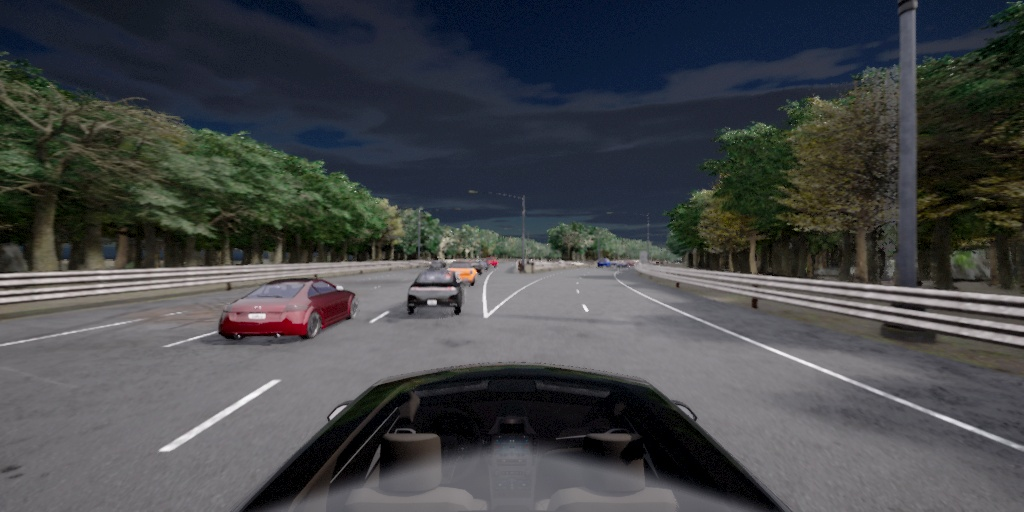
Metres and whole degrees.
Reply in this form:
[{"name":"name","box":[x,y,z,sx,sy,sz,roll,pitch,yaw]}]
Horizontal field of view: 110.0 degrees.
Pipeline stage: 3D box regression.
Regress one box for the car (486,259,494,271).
[{"name":"car","box":[-4.479,1.553,56.290,2.033,1.411,5.357,0,0,0]}]

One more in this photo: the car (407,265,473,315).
[{"name":"car","box":[-2.761,1.284,13.859,2.128,1.511,4.902,0,0,-5]}]

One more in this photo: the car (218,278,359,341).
[{"name":"car","box":[-5.798,1.306,9.889,1.994,1.385,4.181,1,0,-5]}]

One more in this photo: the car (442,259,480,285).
[{"name":"car","box":[-3.719,1.205,26.928,2.097,1.767,4.553,0,0,-3]}]

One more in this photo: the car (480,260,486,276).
[{"name":"car","box":[-4.328,1.411,41.389,1.882,1.535,5.008,0,0,-1]}]

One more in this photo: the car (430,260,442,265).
[{"name":"car","box":[-11.407,1.435,55.814,2.128,1.511,4.902,0,0,1]}]
